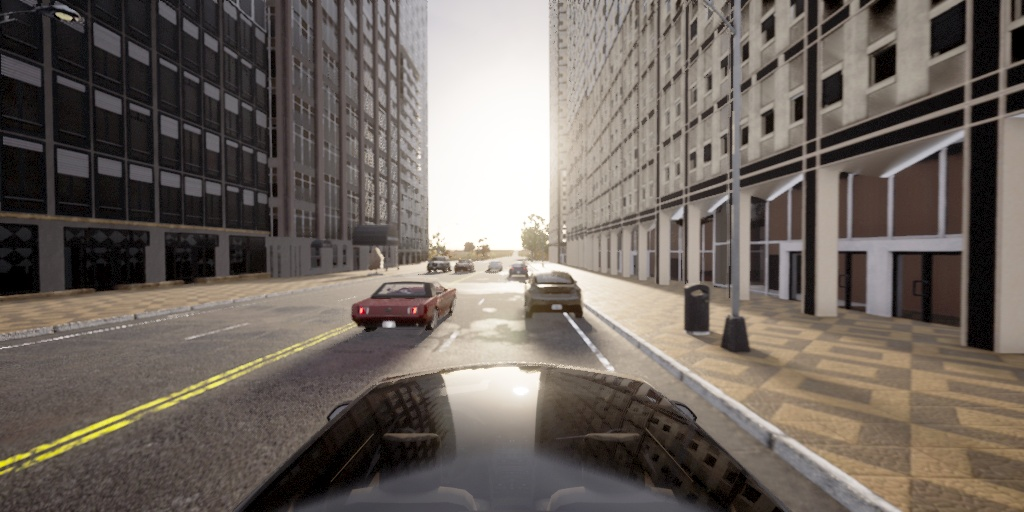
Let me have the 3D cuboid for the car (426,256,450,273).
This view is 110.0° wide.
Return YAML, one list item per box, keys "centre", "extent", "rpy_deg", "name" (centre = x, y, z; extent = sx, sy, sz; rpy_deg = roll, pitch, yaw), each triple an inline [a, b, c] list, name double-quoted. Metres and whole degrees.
- centre: [-9.067, 1.050, 44.970]
  extent: [2.150, 2.045, 5.566]
  rpy_deg: [0, 0, 1]
  name: "car"

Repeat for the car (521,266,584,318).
- centre: [1.367, 1.268, 13.005]
  extent: [1.837, 1.490, 4.892]
  rpy_deg: [0, 0, 1]
  name: "car"

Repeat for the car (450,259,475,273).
- centre: [-5.834, 1.169, 44.278]
  extent: [2.097, 1.767, 4.553]
  rpy_deg: [0, 0, 1]
  name: "car"

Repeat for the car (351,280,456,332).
- centre: [-2.956, 1.372, 10.975]
  extent: [1.895, 1.301, 4.718]
  rpy_deg: [0, 0, 1]
  name: "car"

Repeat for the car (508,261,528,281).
- centre: [0.644, 1.319, 35.289]
  extent: [1.812, 1.442, 4.674]
  rpy_deg: [0, 0, 1]
  name: "car"

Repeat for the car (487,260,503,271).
- centre: [-2.294, 1.340, 50.292]
  extent: [1.812, 1.442, 4.674]
  rpy_deg: [0, 0, 1]
  name: "car"
